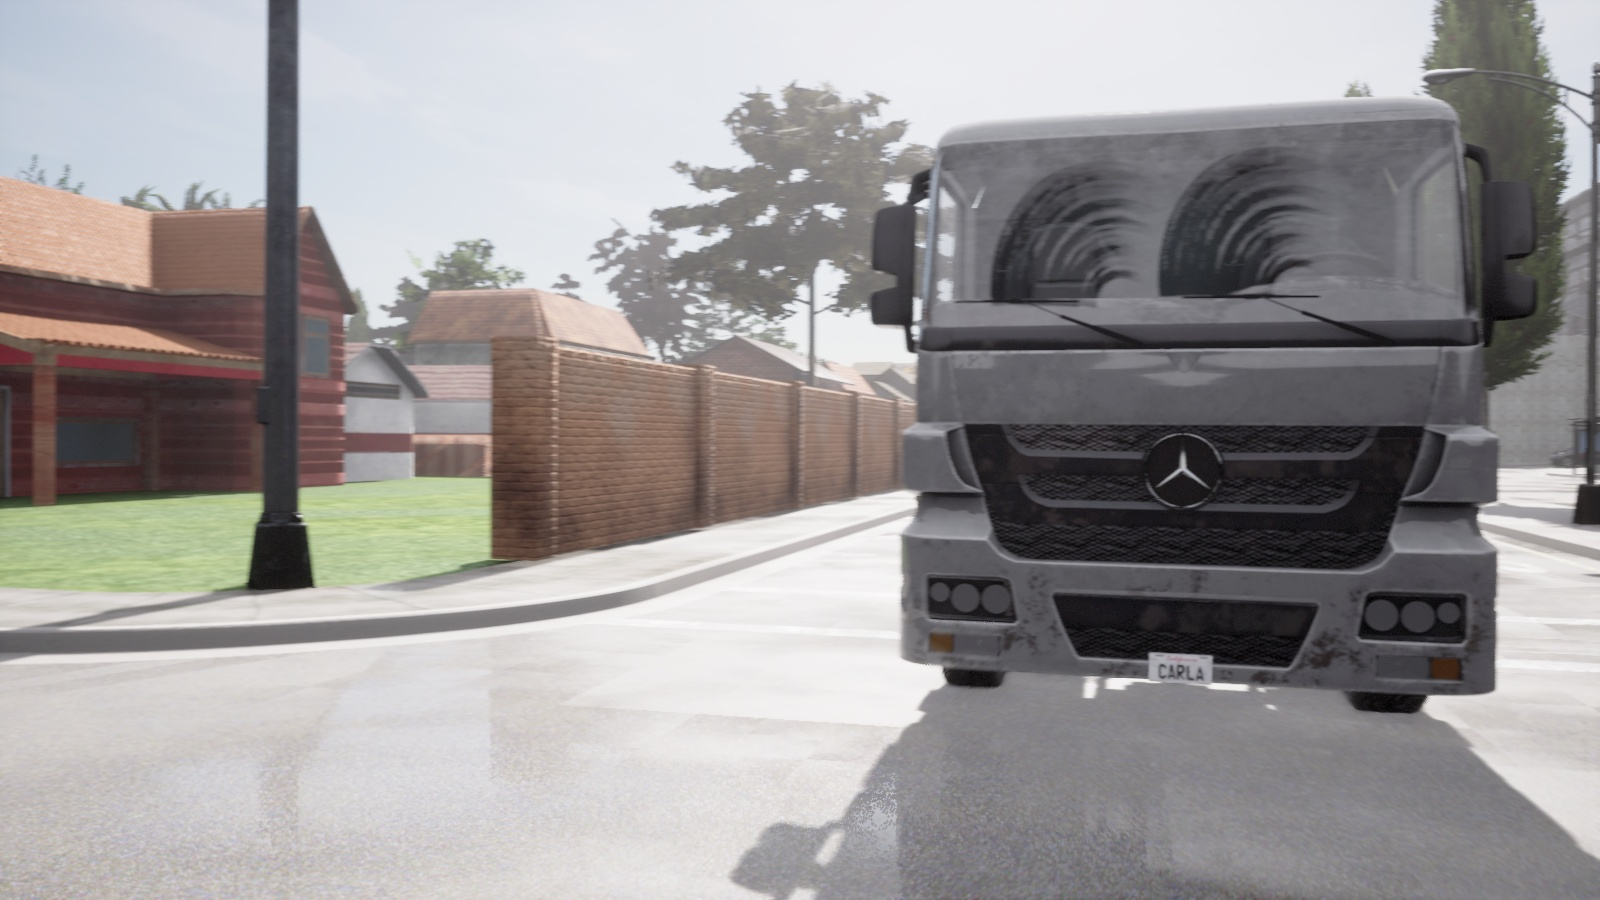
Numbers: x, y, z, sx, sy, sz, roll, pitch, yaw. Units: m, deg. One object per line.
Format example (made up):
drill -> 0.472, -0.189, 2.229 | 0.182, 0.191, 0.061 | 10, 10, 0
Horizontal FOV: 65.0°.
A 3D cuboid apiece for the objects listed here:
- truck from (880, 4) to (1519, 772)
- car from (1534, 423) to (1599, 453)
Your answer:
truck -> 2.838, -0.307, 9.861 | 2.891, 3.462, 7.936 | -1, 1, 15
car -> 46.761, -0.741, 75.894 | 3.633, 1.501, 1.845 | -6, -1, 15
